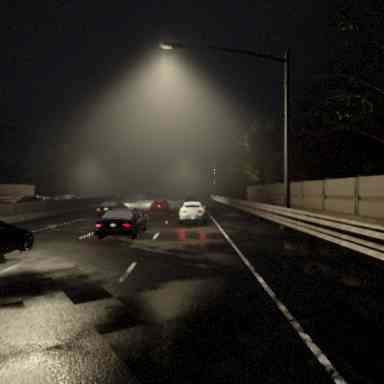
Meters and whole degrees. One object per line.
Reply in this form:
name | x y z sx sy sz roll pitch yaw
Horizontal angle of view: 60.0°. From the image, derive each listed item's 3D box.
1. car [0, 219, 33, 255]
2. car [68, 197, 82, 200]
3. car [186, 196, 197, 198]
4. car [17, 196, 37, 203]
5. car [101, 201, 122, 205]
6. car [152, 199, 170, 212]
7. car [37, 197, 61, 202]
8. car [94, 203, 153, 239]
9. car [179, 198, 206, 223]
car | -6.928 1.494 10.683 1.812 1.442 4.674 0 0 0
car | -17.657 1.453 50.408 1.994 1.385 4.181 0 0 0
car | -0.034 1.234 41.992 2.097 1.767 4.553 0 0 0
car | -24.658 1.395 50.535 1.882 1.535 5.008 0 0 0
car | -6.987 1.461 29.466 2.033 1.411 5.357 0 0 0
car | -3.511 1.459 37.190 1.994 1.385 4.181 0 0 0
car | -21.158 1.462 50.511 1.994 1.385 4.181 0 0 0
car | -3.447 1.492 16.951 2.033 1.411 5.357 0 0 0
car | 0.027 1.446 24.238 1.812 1.442 4.674 0 0 0
